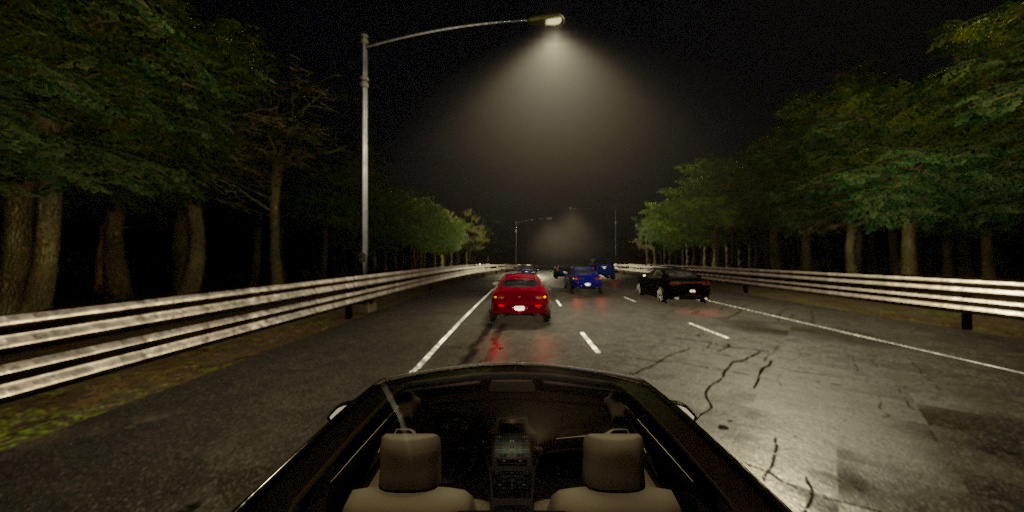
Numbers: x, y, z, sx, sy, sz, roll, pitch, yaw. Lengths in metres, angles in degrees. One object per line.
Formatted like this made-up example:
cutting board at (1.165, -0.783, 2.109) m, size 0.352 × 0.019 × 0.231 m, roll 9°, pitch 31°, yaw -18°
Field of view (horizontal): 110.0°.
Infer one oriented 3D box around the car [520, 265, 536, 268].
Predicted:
car at (1.482, 1.516, 33.346) m, size 2.033 × 1.411 × 5.357 m, roll 0°, pitch -1°, yaw 5°

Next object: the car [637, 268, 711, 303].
car at (7.484, 1.300, 17.102) m, size 1.882 × 1.535 × 5.008 m, roll 0°, pitch 0°, yaw 2°

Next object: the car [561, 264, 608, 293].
car at (4.200, 1.374, 21.474) m, size 1.812 × 1.442 × 4.674 m, roll 0°, pitch -1°, yaw 4°

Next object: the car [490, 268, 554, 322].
car at (0.294, 1.328, 12.498) m, size 1.812 × 1.442 × 4.674 m, roll 0°, pitch 0°, yaw 2°

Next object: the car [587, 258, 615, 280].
car at (8.705, 1.221, 35.486) m, size 2.150 × 2.045 × 5.566 m, roll 0°, pitch -1°, yaw 5°

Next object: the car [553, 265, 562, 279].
car at (5.318, 1.584, 36.896) m, size 1.994 × 1.385 × 4.181 m, roll 0°, pitch -1°, yaw 5°
